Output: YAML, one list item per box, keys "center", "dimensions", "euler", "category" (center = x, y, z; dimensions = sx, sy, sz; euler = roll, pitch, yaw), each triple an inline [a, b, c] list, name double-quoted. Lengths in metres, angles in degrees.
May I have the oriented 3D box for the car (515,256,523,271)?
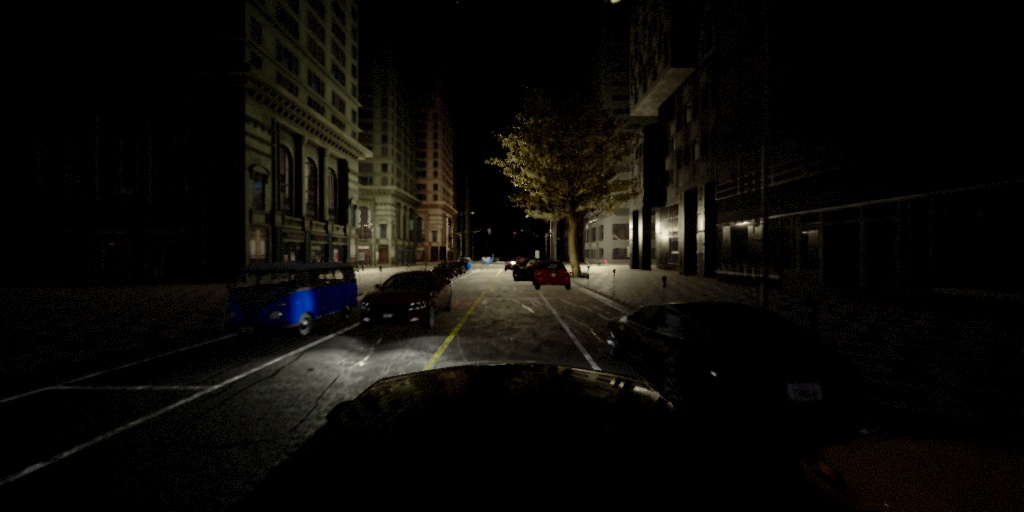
- center: [3.529, 1.153, 58.739]
  dimensions: [5.008, 1.535, 1.882]
  euler: [-2, 1, -23]
  category: "car"

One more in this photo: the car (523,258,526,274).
- center: [2.751, 1.255, 47.942]
  dimensions: [1.751, 1.417, 4.829]
  euler: [0, 0, 0]
  category: "car"

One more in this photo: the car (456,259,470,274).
- center: [-5.776, 1.296, 36.958]
  dimensions: [1.948, 1.339, 4.313]
  euler: [0, 0, 0]
  category: "car"

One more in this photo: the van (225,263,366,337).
- center: [-5.766, 1.084, 9.892]
  dimensions: [1.690, 1.789, 3.998]
  euler: [0, 0, 0]
  category: "van"

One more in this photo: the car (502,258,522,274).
- center: [0.015, 1.294, 46.711]
  dimensions: [1.994, 1.385, 4.181]
  euler: [0, 0, 1]
  category: "car"

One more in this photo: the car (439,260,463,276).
- center: [-5.774, 1.277, 31.545]
  dimensions: [1.888, 1.381, 4.507]
  euler: [0, 0, 0]
  category: "car"

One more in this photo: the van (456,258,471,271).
- center: [-5.778, 1.070, 42.371]
  dimensions: [1.690, 1.789, 3.998]
  euler: [0, 0, 0]
  category: "van"

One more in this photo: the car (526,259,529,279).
- center: [2.749, 1.276, 37.192]
  dimensions: [1.888, 1.381, 4.507]
  euler: [0, 0, 0]
  category: "car"

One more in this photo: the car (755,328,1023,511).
- center: [2.763, 1.277, 0.339]
  dimensions: [1.751, 1.417, 4.829]
  euler: [0, 0, 0]
  category: "car"

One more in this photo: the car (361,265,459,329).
- center: [-3.102, 1.220, 11.437]
  dimensions: [1.882, 1.535, 5.008]
  euler: [0, 0, 0]
  category: "car"

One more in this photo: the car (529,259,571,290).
- center: [2.380, 1.088, 22.722]
  dimensions: [2.097, 1.767, 4.553]
  euler: [0, 0, 0]
  category: "car"

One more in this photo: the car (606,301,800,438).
- center: [2.761, 1.313, 5.459]
  dimensions: [1.948, 1.339, 4.313]
  euler: [0, 0, 0]
  category: "car"
